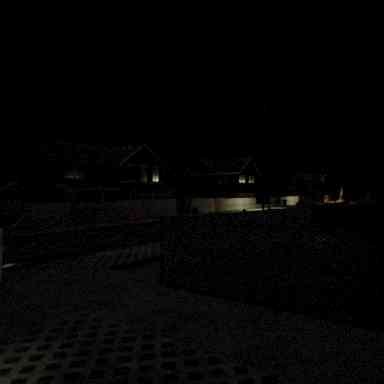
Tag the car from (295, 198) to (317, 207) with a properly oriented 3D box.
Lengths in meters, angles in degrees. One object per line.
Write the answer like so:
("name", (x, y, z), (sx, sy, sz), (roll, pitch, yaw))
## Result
("car", (15.712, 1.573, 45.654), (1.994, 1.385, 4.181), (0, 0, 36))
